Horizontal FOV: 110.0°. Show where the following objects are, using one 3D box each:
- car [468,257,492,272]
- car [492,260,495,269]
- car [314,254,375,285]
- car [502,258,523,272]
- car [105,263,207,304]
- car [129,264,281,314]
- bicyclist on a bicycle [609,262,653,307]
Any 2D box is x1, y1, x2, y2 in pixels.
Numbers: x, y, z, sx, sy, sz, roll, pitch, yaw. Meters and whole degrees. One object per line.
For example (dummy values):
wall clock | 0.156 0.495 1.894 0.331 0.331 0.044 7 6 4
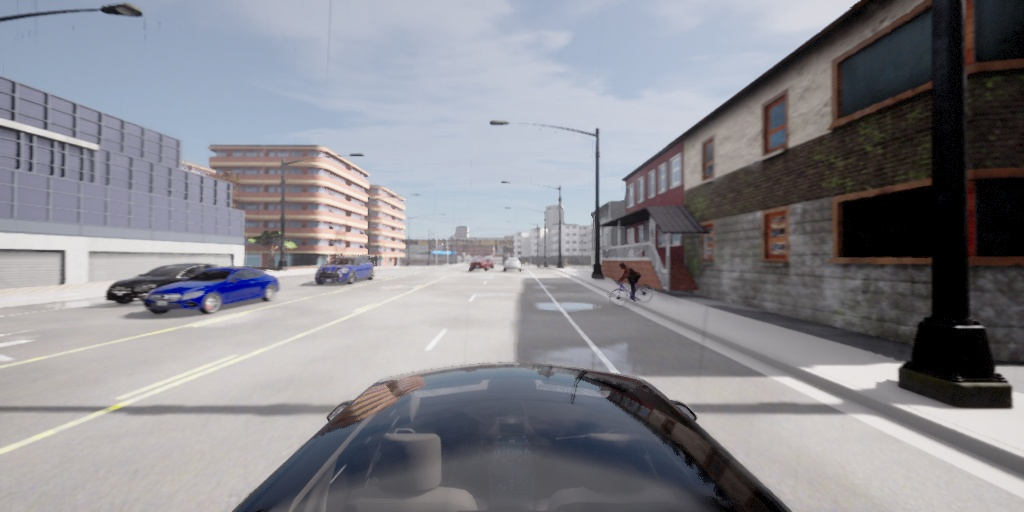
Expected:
car | -3.442 0.879 38.045 1.812 1.442 4.674 0 0 0
car | -3.415 1.019 49.144 1.812 1.442 4.674 0 -1 0
car | -10.548 0.799 22.895 2.097 1.767 4.553 0 1 0
car | 0.058 0.891 38.039 1.812 1.442 4.674 0 0 0
car | -14.075 1.079 15.281 1.837 1.490 4.892 0 1 0
car | -10.583 1.145 13.182 1.812 1.442 4.674 0 1 0
bicyclist on a bicycle | 4.379 1.032 13.396 1.656 1.620 0.582 -9 1 0
